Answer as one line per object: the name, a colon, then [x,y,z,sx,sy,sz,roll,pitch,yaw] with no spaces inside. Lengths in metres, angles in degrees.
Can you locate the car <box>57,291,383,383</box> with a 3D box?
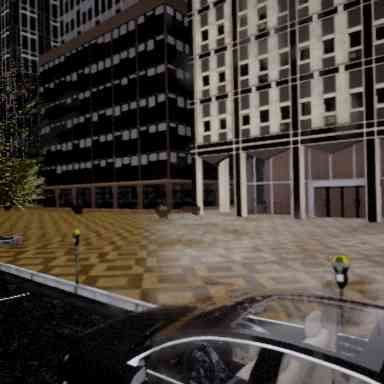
car: [0.655,1.528,2.582,4.403,1.369,2.008,-1,0,38]
